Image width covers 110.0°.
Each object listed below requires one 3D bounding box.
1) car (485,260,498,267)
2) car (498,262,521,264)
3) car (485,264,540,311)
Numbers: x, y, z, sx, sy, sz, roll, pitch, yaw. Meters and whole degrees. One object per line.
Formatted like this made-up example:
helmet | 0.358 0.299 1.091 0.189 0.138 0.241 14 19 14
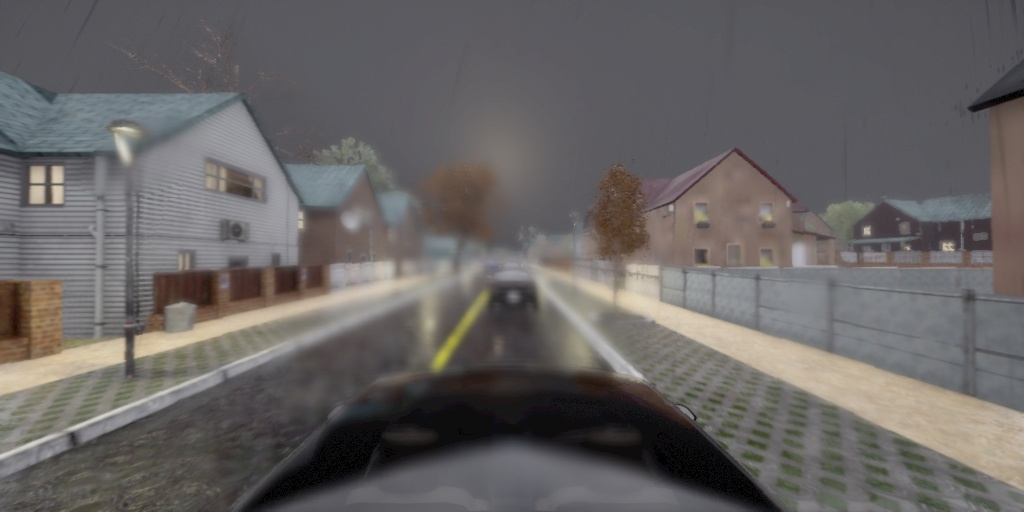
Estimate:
car | -2.816 1.358 51.124 1.882 1.535 5.008 0 0 0
car | 0.085 1.265 30.225 1.882 1.535 5.008 0 0 0
car | 0.078 1.235 14.593 1.882 1.535 5.008 0 0 0
